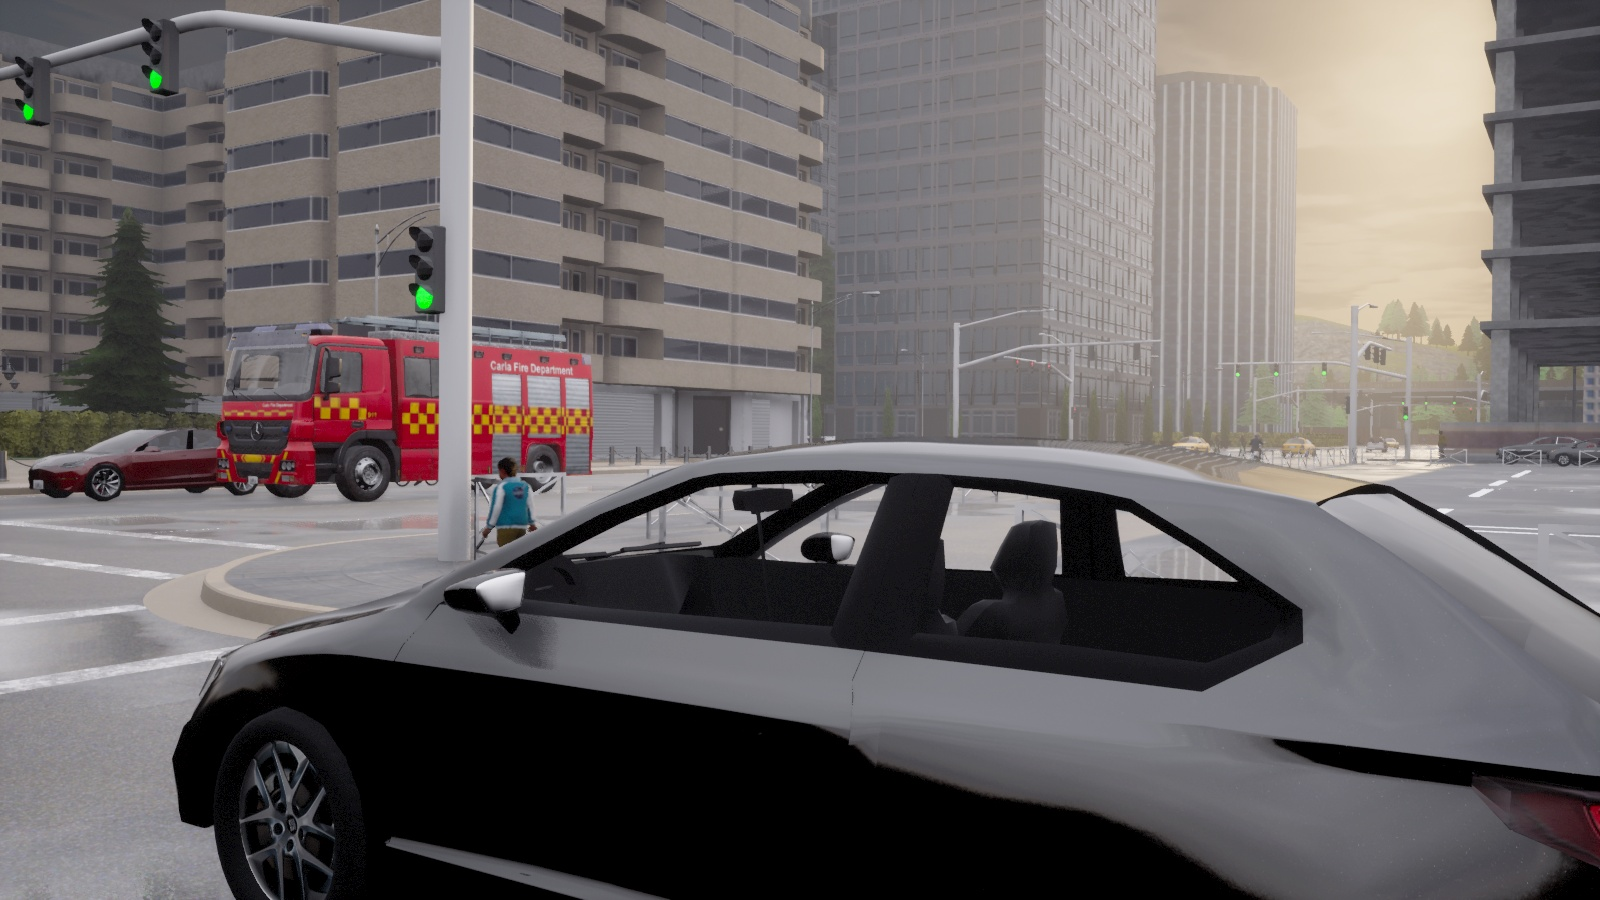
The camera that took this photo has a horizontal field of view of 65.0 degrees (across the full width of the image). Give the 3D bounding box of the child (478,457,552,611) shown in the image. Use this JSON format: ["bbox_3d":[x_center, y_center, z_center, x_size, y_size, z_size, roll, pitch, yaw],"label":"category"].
[{"bbox_3d":[-2.270,0.654,10.014,0.448,1.192,0.343,0,1,33],"label":"child"}]

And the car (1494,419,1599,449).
[{"bbox_3d":[41.957,-0.889,70.566,5.027,1.651,2.152,0,1,32],"label":"car"}]

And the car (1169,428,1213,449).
[{"bbox_3d":[29.585,-0.894,94.940,1.801,1.575,5.366,0,1,32],"label":"car"}]

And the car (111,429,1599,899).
[{"bbox_3d":[0.098,0.696,3.550,4.193,1.474,1.816,0,1,33],"label":"car"}]

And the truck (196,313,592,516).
[{"bbox_3d":[-8.614,-0.738,28.003,2.891,3.827,8.468,0,1,32],"label":"truck"}]

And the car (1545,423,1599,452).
[{"bbox_3d":[42.050,-0.664,66.379,4.514,1.525,2.007,0,1,32],"label":"car"}]

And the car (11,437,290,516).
[{"bbox_3d":[-13.616,0.491,26.643,2.163,1.488,4.792,0,1,32],"label":"car"}]
